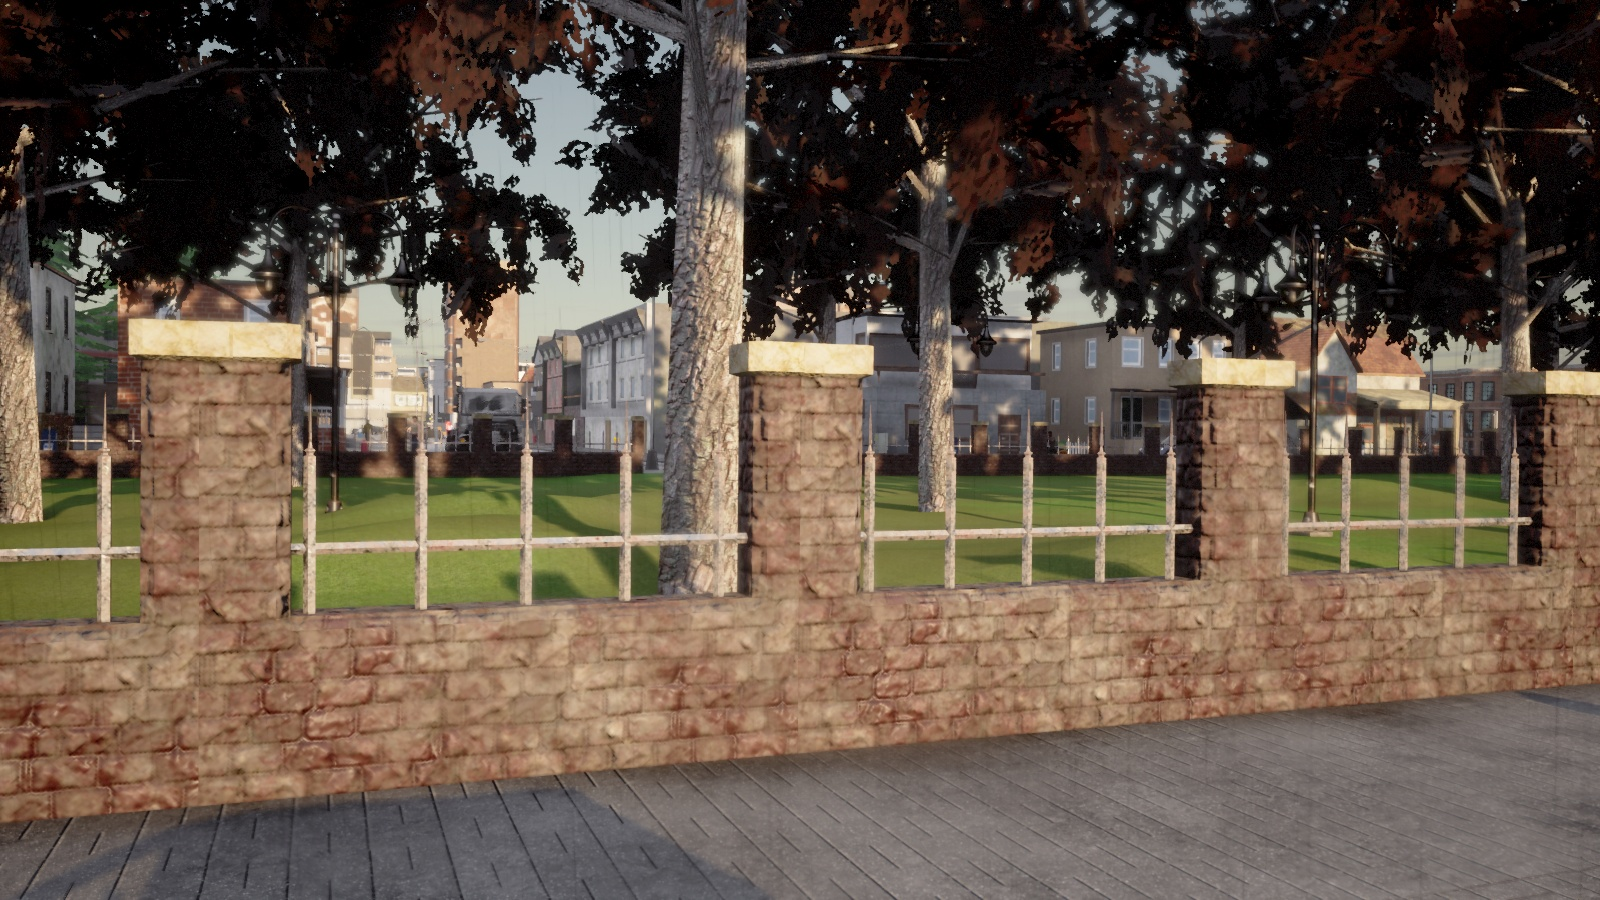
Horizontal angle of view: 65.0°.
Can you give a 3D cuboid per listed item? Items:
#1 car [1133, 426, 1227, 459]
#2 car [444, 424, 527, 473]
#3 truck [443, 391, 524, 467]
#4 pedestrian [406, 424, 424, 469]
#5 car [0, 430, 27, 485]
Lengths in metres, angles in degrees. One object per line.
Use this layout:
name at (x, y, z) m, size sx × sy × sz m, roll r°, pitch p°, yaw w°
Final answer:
car at (17.850, -0.389, 59.012) m, size 3.806 × 1.475 × 1.970 m, roll -1°, pitch 1°, yaw -21°
car at (-12.401, -0.083, 49.816) m, size 1.905 × 1.878 × 3.866 m, roll 0°, pitch 1°, yaw 7°
truck at (-15.653, -1.019, 61.685) m, size 2.891 × 3.462 × 7.936 m, roll -1°, pitch 1°, yaw -21°
pedestrian at (-15.779, -0.162, 51.478) m, size 0.345 × 1.836 × 0.594 m, roll 0°, pitch 1°, yaw 30°
car at (-26.395, 0.246, 37.824) m, size 5.027 × 1.651 × 2.152 m, roll -1°, pitch 1°, yaw -24°
